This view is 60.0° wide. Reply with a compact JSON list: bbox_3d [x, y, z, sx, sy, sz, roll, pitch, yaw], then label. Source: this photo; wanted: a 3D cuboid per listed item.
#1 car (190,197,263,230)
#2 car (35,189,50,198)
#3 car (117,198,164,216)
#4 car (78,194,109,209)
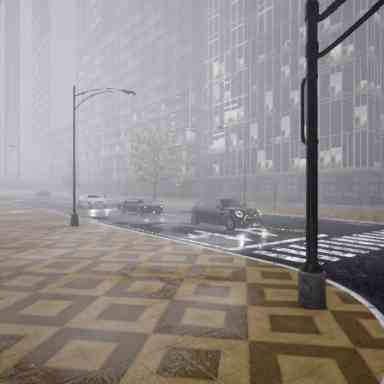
[{"bbox_3d":[1.906,1.104,19.216,2.097,1.767,4.553,0,1,-38],"label":"car"},{"bbox_3d":[-28.602,0.236,63.592,1.882,1.535,5.008,0,1,-38],"label":"car"},{"bbox_3d":[-4.254,1.171,27.019,1.895,1.301,4.718,0,1,-38],"label":"car"},{"bbox_3d":[-10.501,0.910,34.966,1.812,1.442,4.674,0,1,-38],"label":"car"}]
